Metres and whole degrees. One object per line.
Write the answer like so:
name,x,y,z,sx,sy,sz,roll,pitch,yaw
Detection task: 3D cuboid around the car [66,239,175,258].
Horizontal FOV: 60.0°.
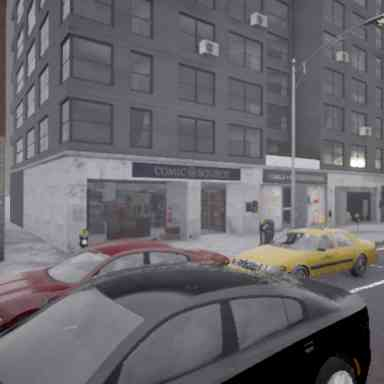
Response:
car,-1.328,1.560,5.811,4.507,1.381,1.887,1,0,-35

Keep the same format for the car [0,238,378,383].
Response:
car,-0.376,1.487,2.984,5.008,1.535,1.882,0,0,-35

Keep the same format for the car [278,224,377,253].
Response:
car,3.162,1.581,8.985,4.829,1.417,1.752,1,0,-35
